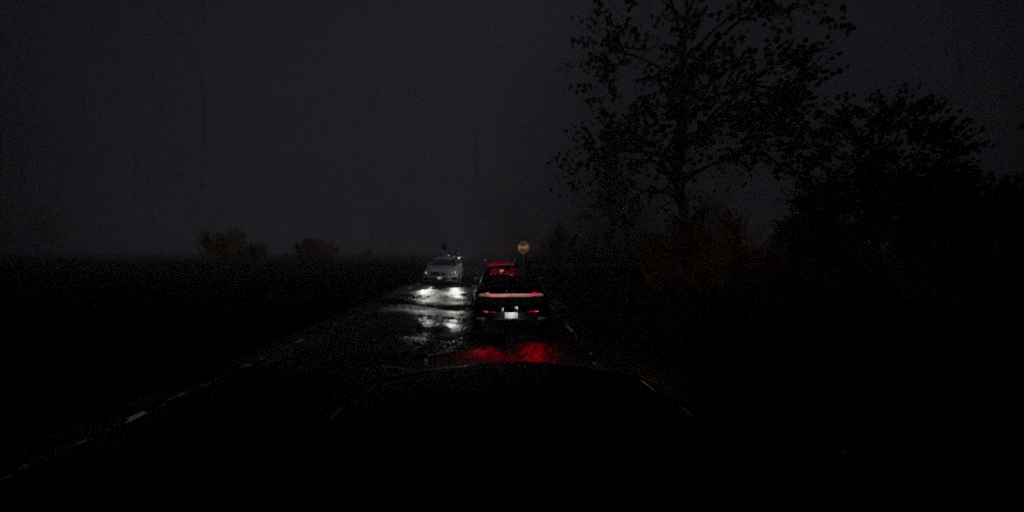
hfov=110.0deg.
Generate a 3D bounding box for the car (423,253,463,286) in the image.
[{"bbox_3d":[-3.703,0.753,19.970,1.812,1.442,4.674,0,1,-3],"label":"car"}]

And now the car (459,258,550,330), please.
[{"bbox_3d":[-0.089,0.999,10.178,2.128,1.511,4.902,0,2,-2],"label":"car"}]

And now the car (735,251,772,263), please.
[{"bbox_3d":[29.433,0.083,44.208,4.892,1.490,1.837,-1,2,-11],"label":"car"}]

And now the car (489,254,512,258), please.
[{"bbox_3d":[-0.759,0.616,23.023,1.882,1.535,5.008,0,1,-4],"label":"car"}]
